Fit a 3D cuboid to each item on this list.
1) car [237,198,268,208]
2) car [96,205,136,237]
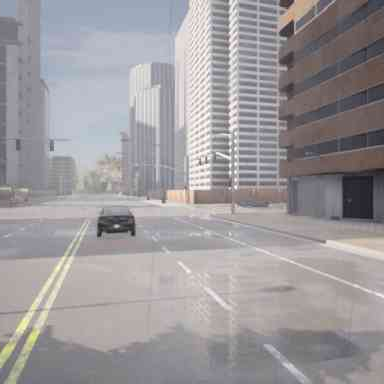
[{"bbox_3d":[8.424,1.519,46.290,4.181,1.385,1.994,0,0,-15],"label":"car"},{"bbox_3d":[-4.154,1.459,18.074,1.882,1.535,5.008,0,0,-14],"label":"car"}]
